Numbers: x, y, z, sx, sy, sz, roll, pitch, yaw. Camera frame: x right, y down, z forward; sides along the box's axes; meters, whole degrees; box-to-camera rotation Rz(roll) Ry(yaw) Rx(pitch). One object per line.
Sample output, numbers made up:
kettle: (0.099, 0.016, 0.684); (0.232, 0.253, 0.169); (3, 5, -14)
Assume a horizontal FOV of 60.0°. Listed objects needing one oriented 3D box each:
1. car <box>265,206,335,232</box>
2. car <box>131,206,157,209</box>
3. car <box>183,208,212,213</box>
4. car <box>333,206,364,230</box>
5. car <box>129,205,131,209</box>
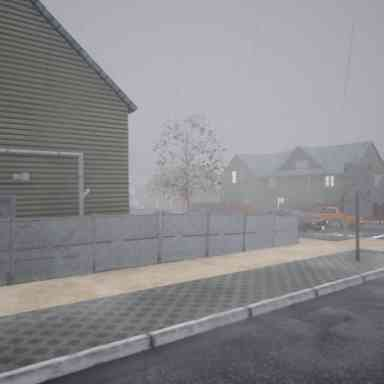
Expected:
car: (6.573, 1.897, 22.779); (2.033, 1.411, 5.357); (-1, -1, -36)
car: (-5.083, 2.387, 39.023); (1.994, 1.385, 4.181); (-1, -1, -35)
car: (0.739, 2.151, 30.905); (1.994, 1.385, 4.181); (-1, -1, -36)
car: (9.503, 1.764, 23.752); (1.882, 1.535, 5.008); (-1, -1, -36)
car: (-10.880, 2.594, 52.132); (1.882, 1.535, 5.008); (-1, -1, -36)
